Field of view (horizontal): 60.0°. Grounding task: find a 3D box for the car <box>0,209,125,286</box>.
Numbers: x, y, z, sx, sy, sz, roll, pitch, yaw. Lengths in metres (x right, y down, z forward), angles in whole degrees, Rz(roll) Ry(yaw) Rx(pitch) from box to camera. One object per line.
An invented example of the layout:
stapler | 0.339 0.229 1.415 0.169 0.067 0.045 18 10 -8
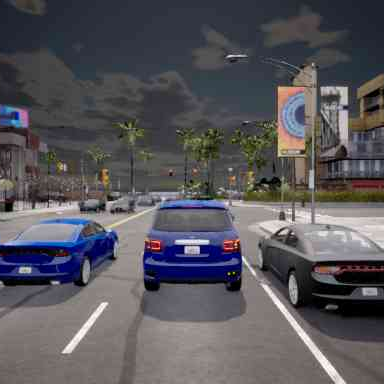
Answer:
car | -3.455 1.478 9.404 1.882 1.535 5.008 0 0 0

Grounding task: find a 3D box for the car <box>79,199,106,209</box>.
car | -10.632 1.477 35.998 1.882 1.535 5.008 0 0 0

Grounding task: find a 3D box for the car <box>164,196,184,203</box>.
car | -3.700 1.547 69.282 2.033 1.411 5.357 0 0 23

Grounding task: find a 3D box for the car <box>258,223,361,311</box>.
car | 2.891 1.480 7.911 2.097 1.535 5.008 0 0 0

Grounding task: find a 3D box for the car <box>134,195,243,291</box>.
car | 0.038 1.221 9.152 2.150 2.045 5.566 0 0 1

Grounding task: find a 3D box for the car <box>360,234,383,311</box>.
car | 3.039 1.354 1.486 2.185 1.767 4.553 0 0 0

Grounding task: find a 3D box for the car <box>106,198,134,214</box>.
car | -7.132 1.564 34.480 1.994 1.385 4.181 0 0 0

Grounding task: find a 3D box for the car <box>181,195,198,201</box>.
car | -0.542 1.524 81.554 1.812 1.442 4.674 0 0 36

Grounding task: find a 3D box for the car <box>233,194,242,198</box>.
car | 14.581 1.225 90.289 5.566 2.045 2.150 0 0 -32

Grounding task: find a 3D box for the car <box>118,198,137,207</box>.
car | -10.404 1.601 53.603 1.895 1.301 4.718 0 0 3

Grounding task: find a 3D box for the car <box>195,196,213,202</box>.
car | 2.936 1.595 80.309 1.895 1.301 4.718 0 0 40

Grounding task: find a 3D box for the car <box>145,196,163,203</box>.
car | -7.801 1.525 68.347 1.812 1.442 4.674 0 0 19

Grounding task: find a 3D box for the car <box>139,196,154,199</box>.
car | -6.946 1.352 50.761 2.097 1.767 4.553 0 0 2
